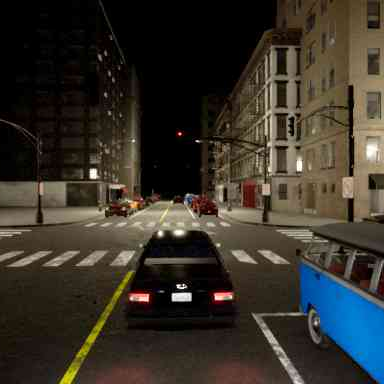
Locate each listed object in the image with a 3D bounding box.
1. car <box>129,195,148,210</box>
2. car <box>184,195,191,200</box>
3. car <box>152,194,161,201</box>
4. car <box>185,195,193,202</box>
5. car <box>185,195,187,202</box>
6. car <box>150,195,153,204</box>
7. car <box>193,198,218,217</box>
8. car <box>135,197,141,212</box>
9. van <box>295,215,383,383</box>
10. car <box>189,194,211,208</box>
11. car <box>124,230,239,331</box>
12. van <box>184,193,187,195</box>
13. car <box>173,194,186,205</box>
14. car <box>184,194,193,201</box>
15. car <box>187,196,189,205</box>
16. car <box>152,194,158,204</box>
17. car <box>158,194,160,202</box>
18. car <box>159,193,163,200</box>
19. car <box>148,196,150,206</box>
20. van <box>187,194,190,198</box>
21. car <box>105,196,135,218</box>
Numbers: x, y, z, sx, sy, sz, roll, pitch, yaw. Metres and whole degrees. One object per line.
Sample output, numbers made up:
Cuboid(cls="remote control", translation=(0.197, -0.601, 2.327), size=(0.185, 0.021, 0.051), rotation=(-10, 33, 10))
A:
Cuboid(cls="car", translation=(-7.100, 1.313, 41.022), size=(2.192, 1.841, 5.009), rotation=(0, 0, -2))
Cuboid(cls="car", translation=(-1.172, 1.527, 90.006), size=(1.887, 1.381, 4.507), rotation=(0, 0, -2))
Cuboid(cls="car", translation=(-8.958, 1.424, 84.258), size=(1.967, 1.590, 4.097), rotation=(0, 0, -2))
Cuboid(cls="car", translation=(-0.715, 1.511, 79.368), size=(1.752, 1.417, 4.829), rotation=(0, 0, -2))
Cuboid(cls="car", translation=(0.221, 1.560, 57.580), size=(1.947, 1.339, 4.313), rotation=(0, 0, -2))
Cuboid(cls="car", translation=(-7.565, 1.562, 51.831), size=(1.947, 1.339, 4.313), rotation=(0, 0, -2))
Cuboid(cls="car", translation=(1.382, 1.544, 30.557), size=(1.887, 1.381, 4.507), rotation=(0, 0, -2))
Cuboid(cls="car", translation=(-6.861, 1.524, 35.447), size=(1.752, 1.417, 4.829), rotation=(0, 0, -2))
Cuboid(cls="van", translation=(2.536, 1.341, 3.702), size=(1.690, 1.788, 3.998), rotation=(0, 0, -2))
Cuboid(cls="car", translation=(1.150, 1.314, 35.961), size=(2.192, 1.841, 5.009), rotation=(0, 0, -2))
Cuboid(cls="car", translation=(-0.257, 1.547, 7.258), size=(2.033, 1.411, 5.357), rotation=(0, 0, -2))
Cuboid(cls="van", translation=(-0.475, 1.329, 73.793), size=(1.690, 1.788, 3.998), rotation=(0, 0, -2))
Cuboid(cls="car", translation=(-2.458, 1.519, 60.680), size=(1.812, 1.442, 4.674), rotation=(0, 0, -3))
Cuboid(cls="car", translation=(-0.940, 1.424, 84.602), size=(1.967, 1.590, 4.097), rotation=(0, 0, -2))
Cuboid(cls="car", translation=(0.685, 1.542, 46.771), size=(1.887, 1.381, 4.507), rotation=(0, 0, -2))
Cuboid(cls="car", translation=(-8.029, 1.543, 62.640), size=(2.008, 1.369, 4.403), rotation=(0, 0, -2))
Cuboid(cls="car", translation=(-8.261, 1.556, 68.044), size=(1.947, 1.339, 4.313), rotation=(0, 0, -2))
Cuboid(cls="car", translation=(-8.725, 1.301, 78.853), size=(2.192, 1.841, 5.009), rotation=(0, 0, -2))
Cuboid(cls="car", translation=(-7.325, 1.523, 46.256), size=(1.752, 1.417, 4.829), rotation=(0, 0, -2))
Cuboid(cls="van", translation=(0.453, 1.337, 52.176), size=(1.690, 1.788, 3.998), rotation=(0, 0, -2))
Cuboid(cls="car", translation=(-6.636, 1.439, 30.213), size=(1.967, 1.590, 4.097), rotation=(0, 0, -2))
